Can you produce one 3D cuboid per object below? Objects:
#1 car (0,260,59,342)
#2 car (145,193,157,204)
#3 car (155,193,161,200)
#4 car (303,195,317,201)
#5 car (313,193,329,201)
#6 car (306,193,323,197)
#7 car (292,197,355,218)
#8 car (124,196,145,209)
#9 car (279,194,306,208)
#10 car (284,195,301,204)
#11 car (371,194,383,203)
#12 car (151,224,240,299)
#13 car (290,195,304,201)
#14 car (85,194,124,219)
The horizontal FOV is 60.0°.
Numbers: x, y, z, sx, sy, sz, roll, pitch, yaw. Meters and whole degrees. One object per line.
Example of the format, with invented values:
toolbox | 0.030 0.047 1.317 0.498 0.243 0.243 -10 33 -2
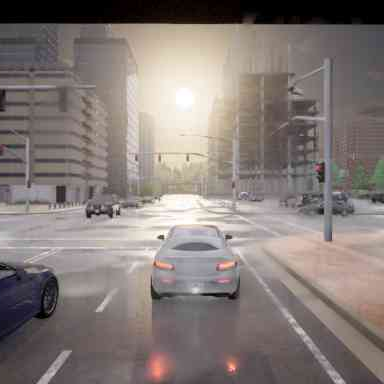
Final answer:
car | -3.441 1.526 4.429 1.812 1.442 4.674 0 0 0
car | -8.182 1.477 61.411 1.882 1.535 5.008 0 0 0
car | -8.243 1.210 76.756 2.150 2.045 5.566 0 0 0
car | 27.184 1.364 76.926 1.784 1.438 3.905 0 0 0
car | 29.867 1.153 76.989 1.932 1.855 4.605 0 0 0
car | 15.966 1.156 44.306 1.905 1.878 3.866 0 0 0
car | 12.102 1.491 30.112 4.902 1.511 2.128 0 0 0
car | -8.082 1.354 45.127 2.097 1.767 4.553 0 0 0
car | 13.071 1.153 44.347 1.932 1.855 4.605 0 0 0
car | 18.591 1.395 61.785 1.970 1.475 3.806 0 0 0
car | 35.487 1.153 61.954 1.932 1.855 4.605 0 0 0
car | 0.072 1.526 8.303 1.812 1.442 4.674 0 0 0
car | 24.289 1.395 76.914 1.970 1.475 3.806 0 0 0
car | -7.763 1.224 29.496 2.150 2.045 5.566 0 0 -3
